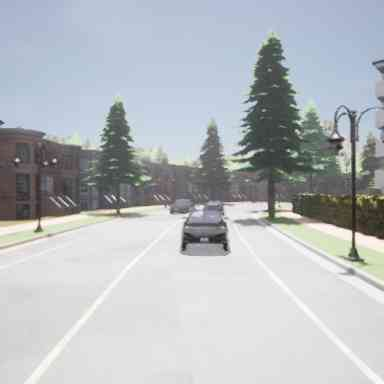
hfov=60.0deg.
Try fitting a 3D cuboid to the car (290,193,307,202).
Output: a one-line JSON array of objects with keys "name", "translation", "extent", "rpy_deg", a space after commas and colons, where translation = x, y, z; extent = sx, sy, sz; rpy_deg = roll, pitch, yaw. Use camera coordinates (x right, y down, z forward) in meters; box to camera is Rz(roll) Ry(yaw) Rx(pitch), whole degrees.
[{"name": "car", "translation": [22.666, 1.263, 68.033], "extent": [5.566, 2.045, 2.150], "rpy_deg": [0, 0, -31]}]

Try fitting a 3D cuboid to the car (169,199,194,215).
[{"name": "car", "translation": [-0.981, 1.523, 34.507], "extent": [1.837, 1.490, 4.892], "rpy_deg": [0, 0, 12]}]

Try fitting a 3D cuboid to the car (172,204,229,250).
[{"name": "car", "translation": [0.577, 1.501, 14.354], "extent": [2.128, 1.511, 4.902], "rpy_deg": [0, 0, 3]}]

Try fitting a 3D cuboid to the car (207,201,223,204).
[{"name": "car", "translation": [2.164, 1.547, 31.387], "extent": [1.812, 1.442, 4.674], "rpy_deg": [0, 0, 9]}]
